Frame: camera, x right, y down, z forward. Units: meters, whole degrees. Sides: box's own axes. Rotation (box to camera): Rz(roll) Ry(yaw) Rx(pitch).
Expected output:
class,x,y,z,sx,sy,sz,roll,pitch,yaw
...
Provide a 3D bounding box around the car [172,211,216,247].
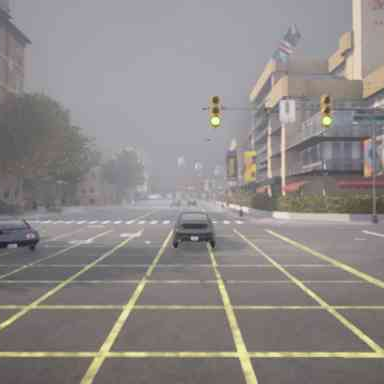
class,x,y,z,sx,sy,sz,roll,pitch,yaw
car,0.102,1.683,16.097,1.837,1.490,4.892,0,-1,0

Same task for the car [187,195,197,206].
class,x,y,z,sx,sy,sz,roll,pitch,yaw
car,0.007,2.135,71.419,2.097,1.767,4.553,0,-1,0

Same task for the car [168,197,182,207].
class,x,y,z,sx,sy,sz,roll,pitch,yaw
car,-3.385,2.296,67.924,2.033,1.411,5.357,0,-1,-1

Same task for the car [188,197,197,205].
class,x,y,z,sx,sy,sz,roll,pitch,yaw
car,0.008,2.121,80.173,2.097,1.767,4.553,0,-1,0

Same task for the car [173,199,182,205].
class,x,y,z,sx,sy,sz,roll,pitch,yaw
car,-3.492,2.384,80.167,1.837,1.490,4.892,0,-1,0

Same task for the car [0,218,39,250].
class,x,y,z,sx,sy,sz,roll,pitch,yaw
car,-8.079,1.760,14.260,1.895,1.301,4.718,1,-1,-37
